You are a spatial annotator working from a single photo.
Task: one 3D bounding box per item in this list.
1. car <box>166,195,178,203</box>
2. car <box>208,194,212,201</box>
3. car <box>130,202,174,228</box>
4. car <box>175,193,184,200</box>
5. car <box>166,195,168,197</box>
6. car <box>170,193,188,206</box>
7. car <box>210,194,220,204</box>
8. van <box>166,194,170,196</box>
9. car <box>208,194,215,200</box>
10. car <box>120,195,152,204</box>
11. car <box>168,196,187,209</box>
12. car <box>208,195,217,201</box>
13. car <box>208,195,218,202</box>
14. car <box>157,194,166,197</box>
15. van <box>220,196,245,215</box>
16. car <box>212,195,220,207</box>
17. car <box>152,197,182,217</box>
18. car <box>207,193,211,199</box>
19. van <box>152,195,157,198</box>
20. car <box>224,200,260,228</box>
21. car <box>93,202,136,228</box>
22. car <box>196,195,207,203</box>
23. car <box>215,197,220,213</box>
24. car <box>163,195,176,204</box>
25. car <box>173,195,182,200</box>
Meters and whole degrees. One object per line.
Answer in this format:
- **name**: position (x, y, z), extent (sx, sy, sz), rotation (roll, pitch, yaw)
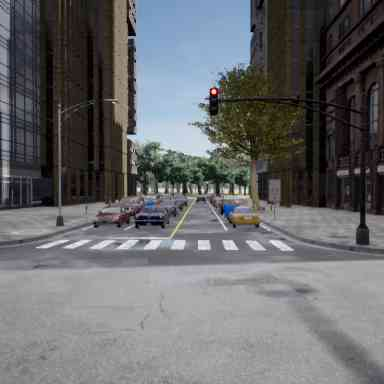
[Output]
- **car**: position (-4.014, 1.421, 67.365), extent (1.887, 1.381, 4.507), rotation (0, 0, 1)
- **car**: position (4.219, 1.459, 55.799), extent (2.008, 1.369, 4.403), rotation (-1, 0, 1)
- **car**: position (-2.497, 1.583, 21.871), extent (1.895, 1.301, 4.718), rotation (0, 0, 2)
- **car**: position (-3.438, 1.123, 90.076), extent (2.192, 1.841, 5.009), rotation (0, 0, 1)
- **car**: position (-4.592, 1.489, 44.655), extent (2.008, 1.369, 4.403), rotation (-1, 0, 1)
- **car**: position (-1.721, 1.275, 50.618), extent (2.097, 1.767, 4.553), rotation (0, 0, 2)
- **car**: position (4.075, 1.469, 50.122), extent (1.887, 1.381, 4.507), rotation (-1, 0, 1)
- **van**: position (-4.305, 1.249, 56.010), extent (1.690, 1.788, 3.998), rotation (0, 0, 1)
- **car**: position (4.946, 1.351, 84.355), extent (1.752, 1.417, 4.829), rotation (0, 0, 1)
- **car**: position (-5.029, 1.288, 27.620), extent (2.192, 1.841, 5.009), rotation (-1, 0, 1)
- **car**: position (-2.014, 1.549, 40.514), extent (1.895, 1.301, 4.718), rotation (0, 0, 2)
- **car**: position (4.798, 1.425, 78.508), extent (1.802, 1.307, 4.206), rotation (0, 0, 1)
- **car**: position (4.653, 1.411, 72.830), extent (2.008, 1.369, 4.403), rotation (0, 0, 1)
- **car**: position (-4.739, 1.267, 38.976), extent (2.192, 1.841, 5.009), rotation (-1, 0, 1)
- **van**: position (3.494, 1.315, 27.412), extent (1.690, 1.788, 3.998), rotation (-1, 0, 1)
- **car**: position (3.935, 1.463, 44.614), extent (1.752, 1.417, 4.829), rotation (-1, 0, 1)
- **car**: position (-2.255, 1.472, 31.207), extent (1.837, 1.490, 4.892), rotation (0, 0, 2)
- **car**: position (4.362, 1.208, 61.475), extent (2.192, 1.841, 5.009), rotation (-1, 0, 1)
- **van**: position (-4.884, 1.305, 33.299), extent (1.690, 1.788, 3.998), rotation (-1, 0, 1)
- **car**: position (3.356, 1.507, 21.903), extent (1.752, 1.417, 4.829), rotation (-1, 0, 1)
- **car**: position (-5.170, 1.564, 21.942), extent (1.802, 1.307, 4.206), rotation (-1, 0, 1)
- **car**: position (1.820, 1.385, 65.877), extent (1.837, 1.490, 4.892), rotation (0, 0, 1)
- **car**: position (3.641, 1.530, 33.089), extent (1.947, 1.339, 4.313), rotation (-1, 0, 1)
- **car**: position (-4.160, 1.333, 61.687), extent (1.967, 1.590, 4.097), rotation (0, 0, 1)
- **car**: position (-3.580, 1.371, 84.398), extent (1.887, 1.381, 4.507), rotation (0, 0, 1)
